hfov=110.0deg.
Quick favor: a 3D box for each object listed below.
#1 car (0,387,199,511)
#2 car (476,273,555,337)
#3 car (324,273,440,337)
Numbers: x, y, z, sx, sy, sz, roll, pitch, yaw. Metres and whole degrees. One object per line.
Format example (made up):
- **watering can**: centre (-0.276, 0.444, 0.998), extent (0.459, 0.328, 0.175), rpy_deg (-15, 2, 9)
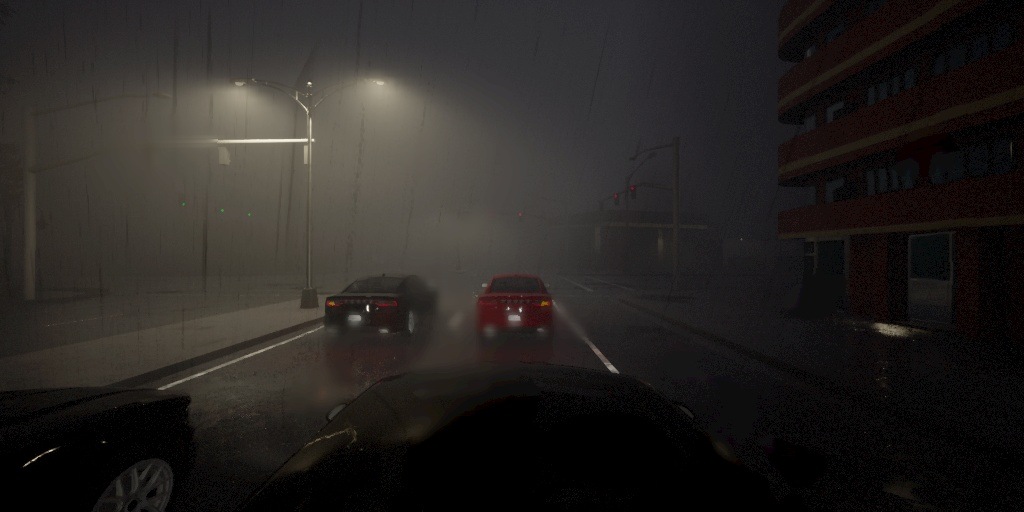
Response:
- **car**: centre (-3.408, 1.228, 0.753), extent (1.882, 1.535, 5.008), rpy_deg (0, 0, 0)
- **car**: centre (0.109, 1.228, 10.341), extent (1.882, 1.535, 5.008), rpy_deg (0, 0, 1)
- **car**: centre (-3.396, 1.228, 10.327), extent (1.882, 1.535, 5.008), rpy_deg (0, 0, 0)
